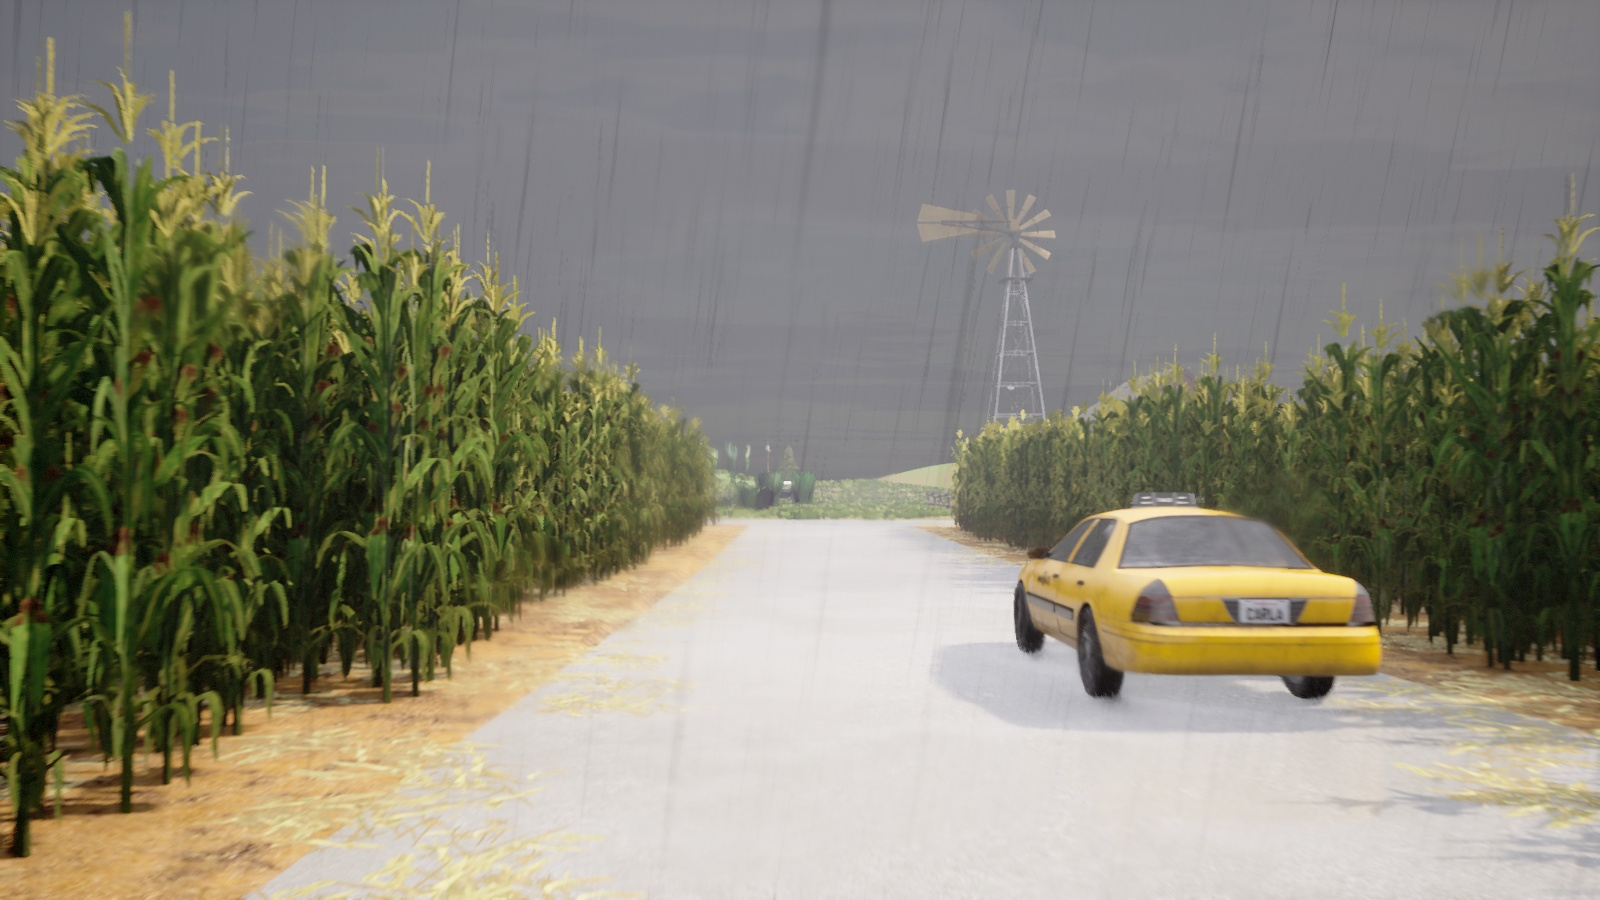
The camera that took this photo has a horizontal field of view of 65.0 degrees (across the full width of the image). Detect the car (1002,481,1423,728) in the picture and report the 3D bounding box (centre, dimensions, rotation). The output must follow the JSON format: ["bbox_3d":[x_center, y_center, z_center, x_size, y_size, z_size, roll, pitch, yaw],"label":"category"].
[{"bbox_3d":[3.074,1.108,10.747,1.801,1.575,5.366,0,-3,0],"label":"car"}]
